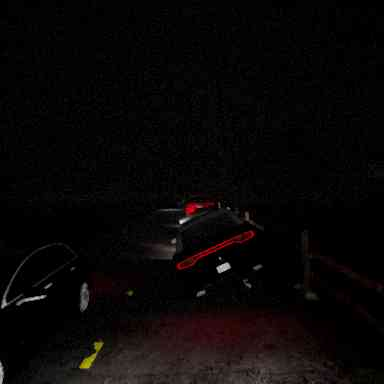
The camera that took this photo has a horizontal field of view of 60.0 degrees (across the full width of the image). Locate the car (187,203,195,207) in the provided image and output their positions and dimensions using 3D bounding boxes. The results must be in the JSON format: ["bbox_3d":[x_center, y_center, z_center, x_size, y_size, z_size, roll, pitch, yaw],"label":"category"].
[{"bbox_3d":[0.799,1.569,18.552,1.812,1.442,4.674,0,0,0],"label":"car"}]

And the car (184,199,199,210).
[{"bbox_3d":[-0.055,1.731,46.487,2.033,1.411,5.357,0,0,0],"label":"car"}]

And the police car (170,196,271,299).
[{"bbox_3d":[0.488,1.210,8.672,1.930,1.638,5.238,-25,0,0],"label":"police car"}]

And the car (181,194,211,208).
[{"bbox_3d":[0.687,1.239,24.495,2.150,2.045,5.566,-3,-2,3],"label":"car"}]

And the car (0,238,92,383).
[{"bbox_3d":[-2.855,1.508,4.666,1.837,1.490,4.892,0,0,0],"label":"car"}]

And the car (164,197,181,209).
[{"bbox_3d":[-2.918,1.743,48.236,2.033,1.411,5.357,0,0,0],"label":"car"}]
